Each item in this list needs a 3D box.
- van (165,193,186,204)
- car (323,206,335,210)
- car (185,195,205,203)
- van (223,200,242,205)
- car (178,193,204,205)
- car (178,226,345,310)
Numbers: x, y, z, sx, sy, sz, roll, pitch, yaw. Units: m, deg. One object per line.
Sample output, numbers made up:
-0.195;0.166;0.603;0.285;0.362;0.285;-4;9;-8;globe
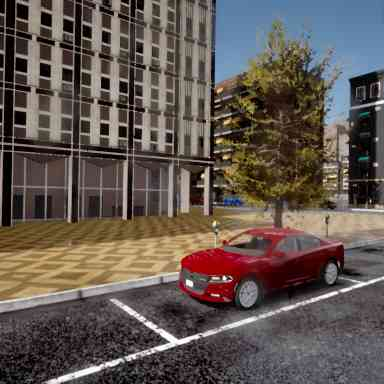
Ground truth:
-2.953;1.142;57.489;1.690;1.788;3.998;2;-1;-36;van
17.016;1.586;44.123;1.947;1.339;4.313;2;-1;-36;car
0.546;1.386;66.958;1.967;1.590;4.097;1;-1;-36;car
7.136;1.314;57.825;1.690;1.788;3.998;2;-1;-36;van
0.342;1.130;52.923;2.192;1.841;5.009;2;-1;-36;car
1.780;1.547;7.834;4.507;1.381;1.887;0;1;-36;car
